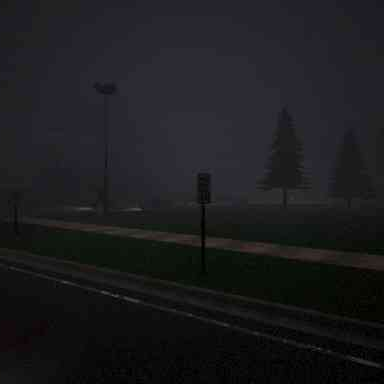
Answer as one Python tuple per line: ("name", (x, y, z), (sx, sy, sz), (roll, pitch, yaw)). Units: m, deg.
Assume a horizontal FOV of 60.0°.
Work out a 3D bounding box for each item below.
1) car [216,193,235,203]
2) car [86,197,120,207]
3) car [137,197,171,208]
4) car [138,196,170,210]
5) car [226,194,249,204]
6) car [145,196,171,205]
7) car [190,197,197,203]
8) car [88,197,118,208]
("car", (6.974, 1.206, 67.187), (2.150, 2.045, 5.566), (0, 0, 35))
("car", (-13.434, 1.507, 50.400), (1.837, 1.490, 4.892), (0, -1, 35))
("car", (-5.550, 1.547, 49.461), (2.033, 1.411, 5.357), (0, 0, 35))
("car", (-5.121, 1.564, 43.969), (1.994, 1.385, 4.181), (0, 0, 35))
("car", (9.224, 1.548, 64.312), (2.033, 1.411, 5.357), (0, 0, 35))
("car", (-6.211, 1.478, 60.686), (1.882, 1.535, 5.008), (0, 0, 35))
("car", (1.395, 1.565, 65.395), (1.994, 1.385, 4.181), (0, 0, 36))
("car", (-12.253, 1.564, 45.986), (1.994, 1.385, 4.181), (0, 0, 35))
